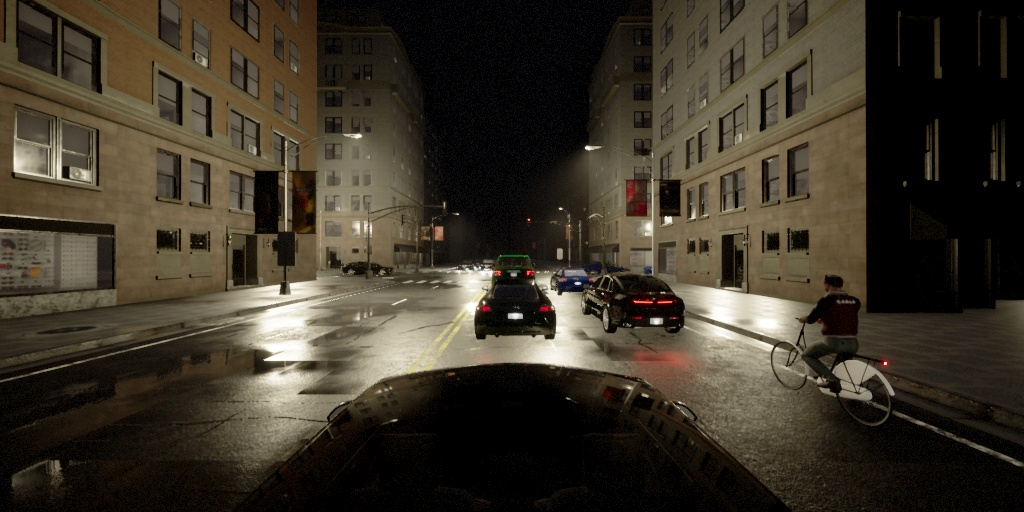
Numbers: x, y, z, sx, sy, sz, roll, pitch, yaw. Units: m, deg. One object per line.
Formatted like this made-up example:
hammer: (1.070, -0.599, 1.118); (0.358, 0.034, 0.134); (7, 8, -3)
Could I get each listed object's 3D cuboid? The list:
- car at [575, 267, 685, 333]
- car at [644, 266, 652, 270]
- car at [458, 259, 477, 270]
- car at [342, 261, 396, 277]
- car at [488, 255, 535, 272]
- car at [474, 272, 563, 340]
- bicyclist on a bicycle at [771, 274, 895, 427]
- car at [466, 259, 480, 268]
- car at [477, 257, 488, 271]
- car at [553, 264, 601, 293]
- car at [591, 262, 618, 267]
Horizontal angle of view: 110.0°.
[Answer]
car: (3.336, 1.256, 10.693); (1.837, 1.490, 4.892); (0, 0, 0)
car: (16.363, 1.289, 37.584); (5.008, 1.535, 1.882); (0, 0, 0)
car: (-6.645, 1.292, 52.247); (1.812, 1.442, 4.674); (0, 0, 0)
car: (-13.884, 1.246, 34.946); (4.892, 1.490, 1.837); (0, 0, -3)
car: (0.079, 0.975, 19.440); (2.150, 2.045, 5.566); (0, 0, 0)
car: (0.087, 1.315, 10.027); (1.994, 1.385, 4.181); (0, 0, 0)
bicyclist on a bicycle: (4.140, 1.121, 4.826); (0.659, 1.776, 1.843); (0, 0, 0)
car: (-6.642, 1.273, 61.257); (1.837, 1.490, 4.892); (0, 0, 0)
car: (-3.397, 1.257, 50.991); (2.128, 1.511, 4.902); (0, 0, 0)
car: (3.228, 1.317, 19.589); (1.994, 1.385, 4.181); (0, 0, 0)
car: (9.034, 1.303, 34.674); (4.674, 1.442, 1.812); (0, 0, 0)
